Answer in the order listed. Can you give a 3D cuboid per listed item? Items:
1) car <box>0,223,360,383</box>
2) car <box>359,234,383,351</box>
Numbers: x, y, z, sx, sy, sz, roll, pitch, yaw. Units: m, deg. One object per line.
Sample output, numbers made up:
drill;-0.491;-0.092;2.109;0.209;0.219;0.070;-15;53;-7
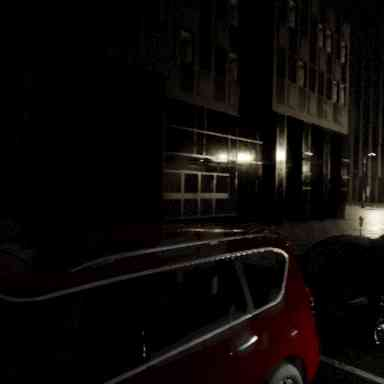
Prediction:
car;-0.905;1.258;2.394;5.009;1.841;2.192;1;1;-44
car;3.095;1.554;6.312;4.313;1.339;1.947;1;1;-44
